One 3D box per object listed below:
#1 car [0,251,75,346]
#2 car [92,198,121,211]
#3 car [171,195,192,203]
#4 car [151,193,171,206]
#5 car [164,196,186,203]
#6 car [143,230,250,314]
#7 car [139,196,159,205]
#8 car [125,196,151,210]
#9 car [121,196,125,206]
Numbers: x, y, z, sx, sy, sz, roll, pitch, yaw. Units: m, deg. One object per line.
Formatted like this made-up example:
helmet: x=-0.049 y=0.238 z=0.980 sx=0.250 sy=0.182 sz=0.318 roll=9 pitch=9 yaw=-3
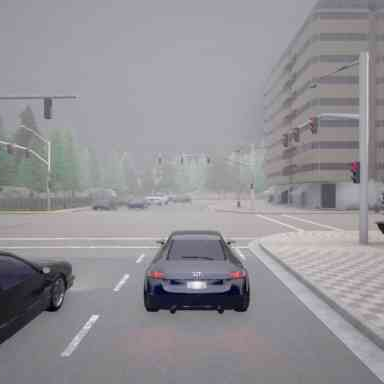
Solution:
car: x=-3.427 y=1.547 z=4.668 sx=2.033 sy=1.411 sz=5.357 roll=0 pitch=0 yaw=0
car: x=-10.508 y=1.548 z=40.273 sx=2.033 sy=1.411 sz=5.357 roll=0 pitch=0 yaw=1
car: x=-1.892 y=1.351 z=66.931 sx=2.097 sy=1.767 sz=4.553 roll=0 pitch=0 yaw=28
car: x=-5.787 y=1.224 z=56.499 sx=2.150 sy=2.045 sz=5.566 roll=0 pitch=0 yaw=14
car: x=-3.591 y=1.540 z=71.187 sx=2.033 sy=1.411 sz=5.357 roll=0 pitch=0 yaw=31
car: x=0.091 y=1.564 z=7.703 sx=1.994 sy=1.385 sz=4.181 roll=0 pitch=0 yaw=0
car: x=-7.910 y=1.525 z=61.671 sx=1.812 sy=1.442 sz=4.674 roll=0 pitch=0 yaw=19
car: x=-6.919 y=1.478 z=43.107 sx=1.882 sy=1.535 sz=5.008 roll=0 pitch=0 yaw=2
car: x=-9.969 y=1.352 z=51.096 sx=2.097 sy=1.767 sz=4.553 roll=0 pitch=0 yaw=6
